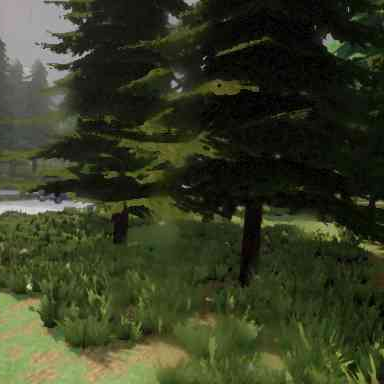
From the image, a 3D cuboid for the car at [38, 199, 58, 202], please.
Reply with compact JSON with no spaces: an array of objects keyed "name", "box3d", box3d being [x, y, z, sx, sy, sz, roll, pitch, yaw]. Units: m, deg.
[{"name":"car","box3d":[-9.978,0.076,26.370,1.812,1.442,4.674,5,3,24]}]
